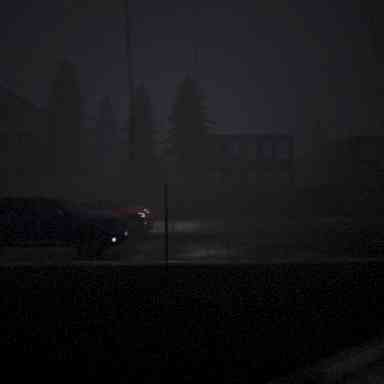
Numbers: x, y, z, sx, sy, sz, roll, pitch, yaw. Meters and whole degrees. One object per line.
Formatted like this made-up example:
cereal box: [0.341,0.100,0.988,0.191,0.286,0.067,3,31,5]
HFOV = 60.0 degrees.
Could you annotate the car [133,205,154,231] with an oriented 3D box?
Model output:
car: [-4.638,1.240,18.919,4.553,1.767,2.097,0,0,-2]

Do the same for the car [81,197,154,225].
car: [-4.891,1.218,22.412,4.553,1.767,2.097,0,0,-2]

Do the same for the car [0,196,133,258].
car: [-5.156,1.159,11.900,5.566,2.045,2.150,0,0,-2]
